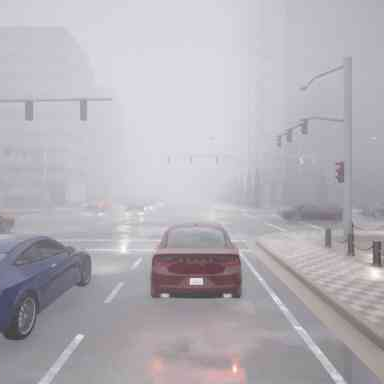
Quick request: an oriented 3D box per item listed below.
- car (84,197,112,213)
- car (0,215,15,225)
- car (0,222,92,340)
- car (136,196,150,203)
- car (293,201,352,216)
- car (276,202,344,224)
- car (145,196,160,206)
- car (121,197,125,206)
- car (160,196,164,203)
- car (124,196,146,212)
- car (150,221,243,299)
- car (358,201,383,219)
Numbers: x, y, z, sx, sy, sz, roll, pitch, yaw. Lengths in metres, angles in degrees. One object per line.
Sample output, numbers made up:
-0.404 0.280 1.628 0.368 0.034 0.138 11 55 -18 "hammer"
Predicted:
-10.529 1.344 37.296 2.097 1.767 4.553 0 0 0 "car"
-10.571 1.596 15.910 1.895 1.301 4.718 0 0 0 "car"
-3.417 1.526 6.407 1.812 1.442 4.674 0 0 0 "car"
-10.360 1.525 70.598 2.128 1.511 4.902 0 0 0 "car"
12.044 1.545 30.959 4.718 1.301 1.895 0 0 1 "car"
8.563 1.545 23.682 4.718 1.301 1.895 0 0 2 "car"
-6.983 1.491 54.229 2.128 1.511 4.902 0 0 0 "car"
-10.478 1.504 55.251 1.837 1.490 4.892 0 0 0 "car"
-6.862 1.525 69.462 2.128 1.511 4.902 0 0 0 "car"
-6.475 1.516 38.215 1.812 1.442 4.674 0 0 -9 "car"
0.097 1.478 8.535 1.882 1.535 5.008 0 0 0 "car"
16.335 1.436 27.413 4.902 1.511 2.128 0 0 0 "car"
